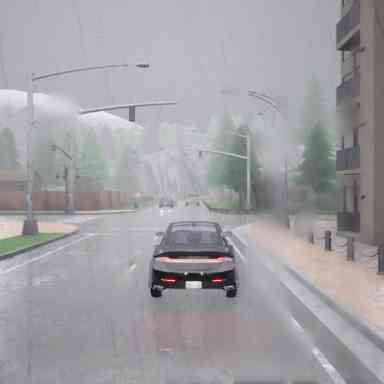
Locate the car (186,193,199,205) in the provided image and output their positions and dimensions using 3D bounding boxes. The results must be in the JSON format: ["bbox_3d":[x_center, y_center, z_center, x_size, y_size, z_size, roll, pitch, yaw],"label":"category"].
[{"bbox_3d":[0.081,1.221,57.022,2.150,2.045,5.566,0,0,0],"label":"car"}]

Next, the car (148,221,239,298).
[{"bbox_3d":[0.052,1.492,8.534,2.128,1.511,4.902,0,0,0],"label":"car"}]

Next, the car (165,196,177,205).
[{"bbox_3d":[-3.601,1.526,57.948,1.812,1.442,4.674,0,0,0],"label":"car"}]

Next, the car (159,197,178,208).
[{"bbox_3d":[-3.609,1.491,47.846,2.128,1.511,4.902,0,0,0],"label":"car"}]
